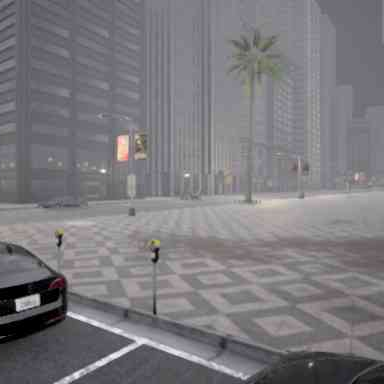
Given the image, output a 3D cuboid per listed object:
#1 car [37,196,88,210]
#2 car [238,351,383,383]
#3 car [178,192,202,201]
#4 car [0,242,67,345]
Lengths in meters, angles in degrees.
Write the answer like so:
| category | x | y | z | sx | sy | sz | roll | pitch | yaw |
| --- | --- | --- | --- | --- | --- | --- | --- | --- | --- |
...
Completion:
| category | x | y | z | sx | sy | sz | roll | pitch | yaw |
| --- | --- | --- | --- | --- | --- | --- | --- | --- | --- |
| car | -14.072 | 1.120 | 36.577 | 2.033 | 1.411 | 5.357 | 0 | 1 | 36 |
| car | 2.058 | 1.569 | 1.500 | 4.313 | 1.339 | 1.947 | 0 | 0 | 36 |
| car | -0.274 | 0.716 | 55.699 | 1.837 | 1.490 | 4.892 | 0 | 1 | 36 |
| car | -3.938 | 1.546 | 5.778 | 4.313 | 1.339 | 1.947 | 0 | 0 | 36 |
